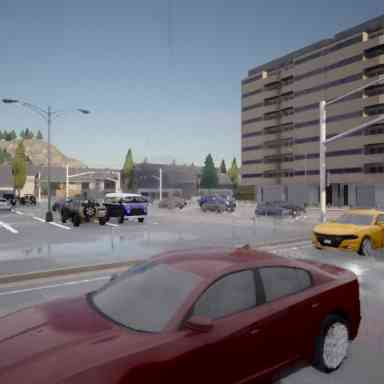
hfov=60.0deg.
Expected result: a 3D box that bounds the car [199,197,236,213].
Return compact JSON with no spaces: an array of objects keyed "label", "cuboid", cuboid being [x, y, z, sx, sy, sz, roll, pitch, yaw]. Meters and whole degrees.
[{"label":"car","cuboid":[2.813,1.619,37.066,1.994,1.385,4.181,0,0,-35]}]

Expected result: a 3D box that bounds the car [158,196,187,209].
[{"label":"car","cuboid":[-2.954,1.619,45.184,1.994,1.385,4.181,0,0,-35]}]

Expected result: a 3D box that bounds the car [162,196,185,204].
[{"label":"car","cuboid":[-3.627,1.547,64.593,2.128,1.511,4.902,0,0,-35]}]

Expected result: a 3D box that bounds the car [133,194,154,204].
[{"label":"car","cuboid":[-9.306,1.547,66.540,2.128,1.511,4.902,0,0,-35]}]

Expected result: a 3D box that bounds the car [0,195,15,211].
[{"label":"car","cuboid":[-21.826,1.451,37.877,1.970,1.475,3.806,0,0,-35]}]

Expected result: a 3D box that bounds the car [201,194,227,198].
[{"label":"car","cuboid":[3.184,1.277,42.581,2.150,2.045,5.566,0,0,-35]}]

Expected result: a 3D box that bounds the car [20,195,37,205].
[{"label":"car","cuboid":[-27.288,1.209,55.334,1.932,1.855,4.605,0,0,-35]}]

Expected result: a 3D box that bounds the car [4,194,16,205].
[{"label":"car","cuboid":[-29.684,1.212,53.710,1.905,1.878,3.866,0,0,-35]}]

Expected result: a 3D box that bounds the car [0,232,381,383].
[{"label":"car","cuboid":[0.074,1.477,4.050,5.008,1.535,1.882,0,0,-36]}]

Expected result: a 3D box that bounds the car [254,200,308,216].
[{"label":"car","cuboid":[9.072,1.603,34.292,2.033,1.411,5.357,0,0,-35]}]

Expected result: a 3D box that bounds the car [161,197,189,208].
[{"label":"car","cuboid":[-2.649,1.560,50.815,1.837,1.490,4.892,0,0,-35]}]

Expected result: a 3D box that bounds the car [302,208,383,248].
[{"label":"car","cuboid":[6.814,1.477,13.190,5.008,1.535,1.882,0,0,-36]}]

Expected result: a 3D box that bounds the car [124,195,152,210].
[{"label":"car","cuboid":[-8.723,1.656,53.367,1.895,1.301,4.718,0,0,-35]}]

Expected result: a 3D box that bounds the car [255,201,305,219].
[{"label":"car","cuboid":[7.678,1.619,30.212,1.994,1.385,4.181,0,0,-35]}]
